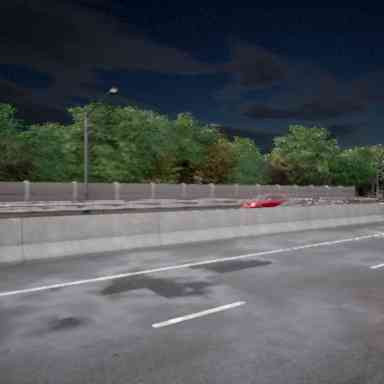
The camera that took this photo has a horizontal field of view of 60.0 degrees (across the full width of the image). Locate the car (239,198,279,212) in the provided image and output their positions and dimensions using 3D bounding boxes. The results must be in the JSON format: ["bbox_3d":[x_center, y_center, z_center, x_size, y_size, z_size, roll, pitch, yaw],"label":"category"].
[{"bbox_3d":[8.076,1.491,39.902,5.008,1.535,1.882,0,0,-35],"label":"car"}]

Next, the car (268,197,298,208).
[{"bbox_3d":[10.126,1.509,32.777,4.892,1.490,1.837,0,0,-35],"label":"car"}]

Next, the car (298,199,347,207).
[{"bbox_3d":[12.171,1.490,29.938,4.902,1.511,2.128,0,0,-36],"label":"car"}]

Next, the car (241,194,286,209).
[{"bbox_3d":[7.998,1.231,35.559,5.566,2.045,2.150,0,0,-35],"label":"car"}]
